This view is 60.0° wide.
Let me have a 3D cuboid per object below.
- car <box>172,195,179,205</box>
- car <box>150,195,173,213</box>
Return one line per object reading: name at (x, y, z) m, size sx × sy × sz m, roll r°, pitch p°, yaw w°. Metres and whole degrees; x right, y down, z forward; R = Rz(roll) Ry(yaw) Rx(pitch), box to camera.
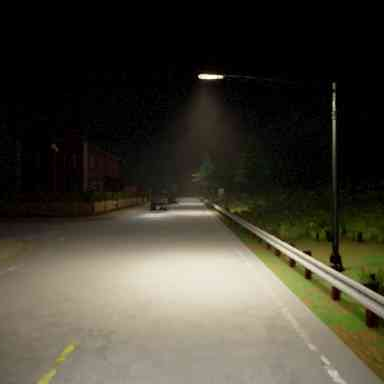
car at (-3.496, 1.321, 59.332) m, size 2.097 × 1.767 × 4.553 m, roll 0°, pitch 0°, yaw 0°
car at (-3.593, 1.473, 37.365) m, size 2.128 × 1.511 × 4.902 m, roll 0°, pitch 0°, yaw 0°
